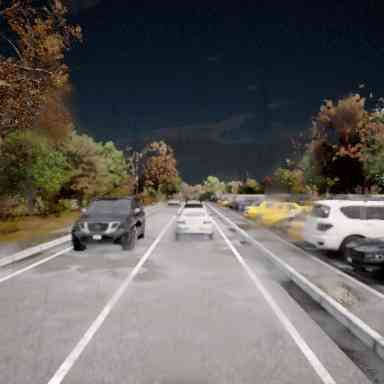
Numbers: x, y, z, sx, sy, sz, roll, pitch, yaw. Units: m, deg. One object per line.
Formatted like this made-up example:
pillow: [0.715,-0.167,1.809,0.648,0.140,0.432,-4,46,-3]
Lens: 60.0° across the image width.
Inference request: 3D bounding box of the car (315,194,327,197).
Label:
car: [20.176,1.313,45.018,5.566,2.045,2.435,0,0,0]

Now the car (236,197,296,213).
car: [7.004,1.518,31.330,4.892,1.521,2.231,0,0,0]

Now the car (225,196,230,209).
car: [7.073,1.590,42.435,4.792,1.488,2.163,0,0,0]

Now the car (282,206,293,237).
car: [7.056,1.561,14.684,5.366,1.575,1.946,0,0,0]

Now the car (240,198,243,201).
car: [7.172,1.513,28.561,5.366,1.575,1.946,0,0,0]

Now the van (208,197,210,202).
van: [7.661,1.880,95.161,4.442,1.987,1.878,0,-1,0]

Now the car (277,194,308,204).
car: [20.362,1.418,67.304,5.566,2.045,2.435,0,0,0]

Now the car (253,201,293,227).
car: [6.731,1.539,20.239,5.366,1.575,1.946,0,0,0]

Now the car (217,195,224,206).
car: [6.987,1.597,50.765,5.366,1.575,1.946,0,0,0]

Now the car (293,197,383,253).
car: [6.875,1.323,11.908,5.566,2.045,2.435,0,0,0]

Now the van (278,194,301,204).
van: [20.531,1.457,70.073,4.442,1.987,1.878,0,0,0]

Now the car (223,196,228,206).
car: [7.097,1.603,45.211,4.792,1.488,2.163,0,0,0]

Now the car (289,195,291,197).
car: [20.341,1.683,61.637,4.674,1.452,2.002,0,0,0]

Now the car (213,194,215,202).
car: [7.306,1.678,67.420,5.008,1.535,2.097,0,0,0]

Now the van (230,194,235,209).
van: [7.196,1.322,39.659,4.442,1.987,1.878,0,0,0]

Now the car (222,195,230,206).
car: [7.120,1.616,47.987,4.792,1.488,2.163,0,0,0]

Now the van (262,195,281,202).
van: [20.669,1.695,86.550,4.442,1.987,1.878,0,-1,0]

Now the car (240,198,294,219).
car: [6.779,1.518,25.912,5.366,1.575,1.946,0,0,0]

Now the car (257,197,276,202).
car: [20.593,2.035,92.085,5.008,1.535,2.097,0,-1,0]

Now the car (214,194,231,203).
car: [7.056,1.636,59.093,5.366,1.575,1.946,0,0,0]

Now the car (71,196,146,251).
car: [-3.341,1.233,14.462,2.150,2.045,5.566,0,0,0]

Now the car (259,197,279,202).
car: [20.569,1.979,89.316,4.892,1.521,2.231,0,-1,0]

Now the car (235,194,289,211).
car: [7.064,1.398,34.110,4.553,1.767,2.185,0,0,0]

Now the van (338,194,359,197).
van: [20.274,1.313,39.477,4.442,1.987,1.878,0,0,0]

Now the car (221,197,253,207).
car: [7.202,1.614,53.539,4.892,1.521,2.231,0,0,0]

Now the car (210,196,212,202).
car: [7.410,1.466,75.749,5.566,2.045,2.435,0,0,0]

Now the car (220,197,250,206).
car: [7.212,1.627,56.315,4.892,1.521,2.231,0,0,0]

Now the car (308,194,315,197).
car: [20.199,1.326,47.788,5.566,2.045,2.435,0,0,0]

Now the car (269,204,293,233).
car: [6.900,1.554,17.461,4.892,1.521,2.231,0,0,0]

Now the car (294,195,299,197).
car: [20.301,1.657,56.222,4.674,1.452,2.002,0,0,0]

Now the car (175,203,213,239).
car: [0.113,1.540,17.357,1.812,1.442,4.674,0,0,0]

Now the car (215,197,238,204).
car: [7.338,1.731,70.196,4.674,1.452,2.002,0,0,0]

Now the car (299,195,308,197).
car: [20.268,1.604,53.328,5.008,1.535,2.097,0,0,0]

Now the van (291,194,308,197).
van: [20.438,1.405,58.993,4.442,1.987,1.878,0,0,0]

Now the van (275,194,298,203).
van: [20.553,1.469,72.718,4.442,1.987,1.878,0,0,0]

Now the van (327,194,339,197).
van: [20.064,1.326,42.249,4.442,1.987,1.878,0,0,0]

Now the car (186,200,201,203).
car: [0.165,1.525,34.004,1.882,1.535,5.008,0,0,0]

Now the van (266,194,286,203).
van: [20.389,1.580,81.014,4.442,1.987,1.878,0,-1,0]

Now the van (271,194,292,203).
van: [20.344,1.483,75.623,4.442,1.987,1.878,0,-1,0]

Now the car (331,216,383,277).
car: [6.829,1.586,9.133,5.008,1.535,2.097,0,0,0]

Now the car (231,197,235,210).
car: [7.085,1.564,36.882,4.792,1.488,2.163,0,0,0]

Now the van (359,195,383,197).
van: [20.003,1.290,33.923,4.442,1.987,1.878,0,0,0]

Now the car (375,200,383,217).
car: [20.118,1.538,31.169,4.792,1.488,2.163,0,0,0]

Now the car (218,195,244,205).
car: [7.234,1.526,61.868,4.553,1.767,2.185,0,0,0]

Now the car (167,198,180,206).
car: [-3.118,1.732,56.689,1.895,1.301,4.718,0,0,1]

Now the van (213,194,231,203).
van: [7.311,1.591,81.285,4.442,1.987,1.878,0,-1,0]
